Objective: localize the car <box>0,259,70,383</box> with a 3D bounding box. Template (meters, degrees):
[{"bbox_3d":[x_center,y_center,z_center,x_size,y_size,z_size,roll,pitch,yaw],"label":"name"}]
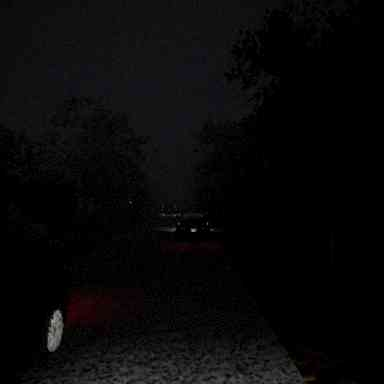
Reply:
[{"bbox_3d":[-2.856,1.511,3.258,1.882,1.535,5.008,0,-1,0],"label":"car"}]

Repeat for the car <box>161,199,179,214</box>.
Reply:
[{"bbox_3d":[-3.023,2.054,46.949,2.150,2.045,5.566,0,-2,0],"label":"car"}]

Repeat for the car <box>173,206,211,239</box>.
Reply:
[{"bbox_3d":[0.062,1.738,18.658,1.812,1.442,4.674,0,-1,0],"label":"car"}]
